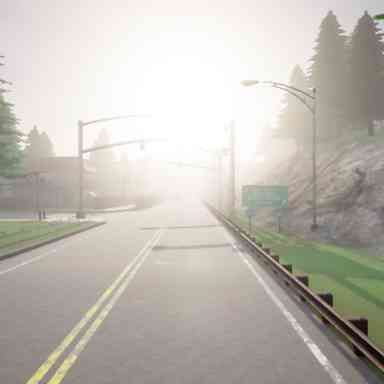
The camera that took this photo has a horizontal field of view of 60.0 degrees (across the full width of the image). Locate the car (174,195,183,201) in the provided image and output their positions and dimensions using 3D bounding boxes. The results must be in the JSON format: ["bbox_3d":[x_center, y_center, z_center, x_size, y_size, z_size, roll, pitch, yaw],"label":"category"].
[{"bbox_3d":[-3.500,1.491,83.883,1.812,1.442,4.674,0,0,0],"label":"car"}]
